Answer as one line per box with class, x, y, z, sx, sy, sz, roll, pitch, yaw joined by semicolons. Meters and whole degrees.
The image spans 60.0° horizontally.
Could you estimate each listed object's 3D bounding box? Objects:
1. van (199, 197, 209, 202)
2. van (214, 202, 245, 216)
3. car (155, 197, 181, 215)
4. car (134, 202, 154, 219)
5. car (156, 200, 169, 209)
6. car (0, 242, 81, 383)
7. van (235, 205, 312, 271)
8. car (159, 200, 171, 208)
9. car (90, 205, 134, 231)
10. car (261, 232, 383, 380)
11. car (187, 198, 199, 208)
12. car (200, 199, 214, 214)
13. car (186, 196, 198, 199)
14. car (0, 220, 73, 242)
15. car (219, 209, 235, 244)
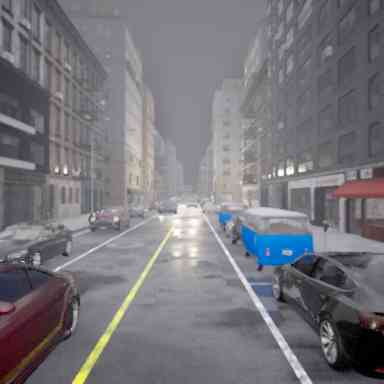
van;2.690;2.056;60.709;1.690;1.788;3.998;0;-1;0
van;2.656;1.596;22.135;1.690;1.788;3.998;0;-1;0
car;-2.807;1.820;40.042;2.097;1.767;4.553;0;-1;0
car;-5.359;1.936;33.161;2.008;1.369;4.403;0;-1;0
car;-5.335;2.258;60.715;1.887;1.381;4.507;0;-1;0
car;-2.839;1.608;3.880;1.994;1.385;4.181;0;-1;0
van;2.647;1.468;11.115;1.690;1.788;3.998;0;-1;0
car;-5.330;2.344;66.225;1.947;1.339;4.313;0;-1;0
car;-5.369;1.694;22.141;1.967;1.590;4.097;0;-1;0
car;2.642;1.630;5.602;1.947;1.339;4.313;0;-1;0
car;0.063;2.334;62.310;1.895;1.301;4.718;0;-1;0
car;2.264;2.030;43.036;1.812;1.442;4.674;0;-1;0
car;0.067;2.324;76.576;2.128;1.511;4.902;0;-1;0
car;-5.378;1.676;11.119;2.008;1.369;4.403;0;-1;0
car;2.651;1.741;16.623;2.008;1.369;4.403;0;-1;0
